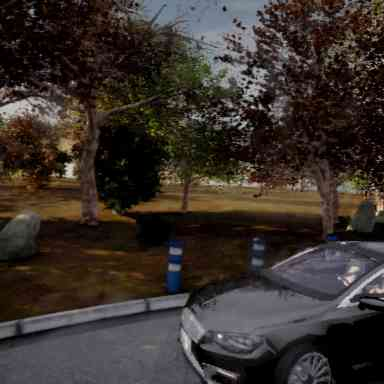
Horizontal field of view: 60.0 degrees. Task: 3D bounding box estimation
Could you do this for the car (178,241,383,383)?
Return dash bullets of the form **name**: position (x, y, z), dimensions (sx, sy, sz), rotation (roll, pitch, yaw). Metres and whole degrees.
- **car**: position (2.285, 1.467, 4.495), dimensions (4.902, 1.511, 2.128), rotation (1, 0, -17)
